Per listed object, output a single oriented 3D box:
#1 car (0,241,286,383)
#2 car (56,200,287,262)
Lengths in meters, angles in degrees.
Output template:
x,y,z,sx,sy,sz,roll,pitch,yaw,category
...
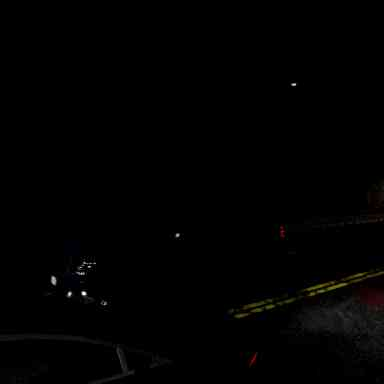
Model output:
x,y,z,sx,sy,sz,roll,pitch,yaw,category
-1.448,1.492,2.430,4.902,1.511,2.128,0,0,-36,car
-0.221,1.222,7.550,5.566,2.045,2.150,0,0,-36,car
